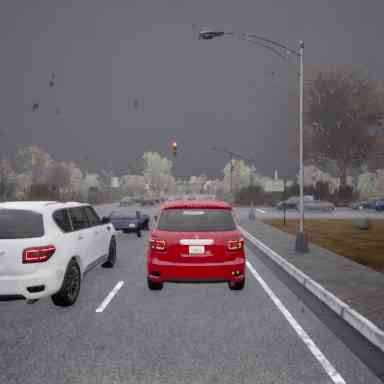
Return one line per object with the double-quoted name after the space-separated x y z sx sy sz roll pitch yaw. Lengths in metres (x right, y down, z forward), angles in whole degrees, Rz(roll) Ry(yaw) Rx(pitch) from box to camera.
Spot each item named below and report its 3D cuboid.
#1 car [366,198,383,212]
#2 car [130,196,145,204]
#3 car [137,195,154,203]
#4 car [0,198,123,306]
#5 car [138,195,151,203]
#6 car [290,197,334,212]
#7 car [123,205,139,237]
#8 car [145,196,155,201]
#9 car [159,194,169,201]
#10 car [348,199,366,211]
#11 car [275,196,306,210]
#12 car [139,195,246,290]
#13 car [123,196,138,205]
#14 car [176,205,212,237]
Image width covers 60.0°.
23.084 1.213 37.050 5.566 2.045 2.150 0 0 3 "car"
-10.589 1.547 64.669 2.033 1.411 5.357 0 0 1 "car"
-7.123 1.547 54.533 2.033 1.411 5.357 0 0 0 "car"
-3.406 1.221 8.133 2.150 2.045 5.566 0 0 0 "car"
-10.557 1.525 74.511 2.128 1.511 4.902 0 0 0 "car"
13.748 1.564 37.553 4.181 1.385 1.994 0 0 3 "car"
-3.413 1.601 17.901 1.895 1.301 4.718 0 0 0 "car"
-10.563 1.595 84.557 1.895 1.301 4.718 0 0 0 "car"
-7.063 1.355 84.192 2.097 1.767 4.553 0 0 0 "car"
21.730 1.499 40.630 4.892 1.490 1.837 0 0 3 "car"
12.600 1.352 41.122 4.553 1.767 2.097 0 0 3 "car"
0.091 1.221 9.194 2.150 2.045 5.566 0 0 0 "car"
-10.629 1.505 54.926 1.837 1.490 4.892 0 0 0 "car"
0.086 1.526 18.888 1.812 1.442 4.674 0 0 0 "car"
